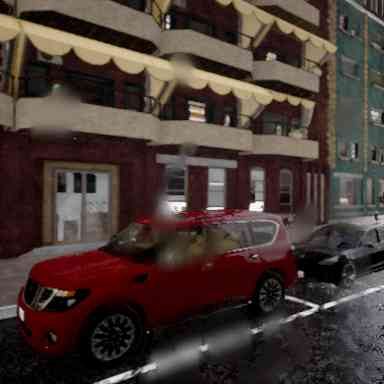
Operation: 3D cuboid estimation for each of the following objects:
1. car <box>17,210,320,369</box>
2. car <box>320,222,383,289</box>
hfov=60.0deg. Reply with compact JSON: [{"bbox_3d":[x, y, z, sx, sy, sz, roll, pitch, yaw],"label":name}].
[{"bbox_3d":[-0.230,1.309,5.919,5.009,1.841,2.192,0,1,-35],"label":"car"},{"bbox_3d":[4.287,1.547,9.143,4.313,1.339,1.947,0,1,-35],"label":"car"}]
